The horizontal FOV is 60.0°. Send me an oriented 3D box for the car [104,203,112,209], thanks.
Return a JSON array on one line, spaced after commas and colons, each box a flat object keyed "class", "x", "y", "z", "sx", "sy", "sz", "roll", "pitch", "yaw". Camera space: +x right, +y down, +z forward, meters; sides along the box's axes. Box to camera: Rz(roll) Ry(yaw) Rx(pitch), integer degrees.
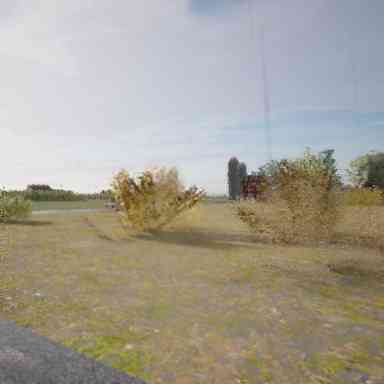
[{"class": "car", "x": -13.444, "y": 2.187, "z": 59.104, "sx": 1.812, "sy": 1.442, "sz": 4.674, "roll": -1, "pitch": -1, "yaw": 36}]
